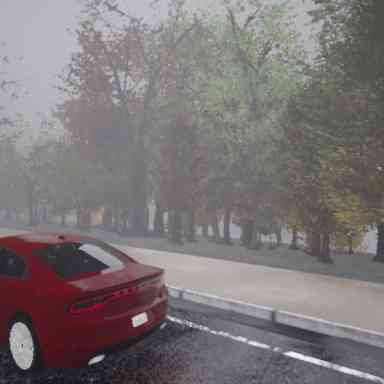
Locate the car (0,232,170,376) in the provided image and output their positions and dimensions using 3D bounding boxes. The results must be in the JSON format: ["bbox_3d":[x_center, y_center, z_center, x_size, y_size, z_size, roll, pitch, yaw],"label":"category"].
[{"bbox_3d":[-2.671,1.425,5.571,5.008,1.535,1.882,0,0,35],"label":"car"}]
